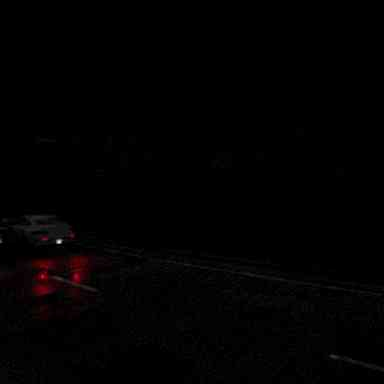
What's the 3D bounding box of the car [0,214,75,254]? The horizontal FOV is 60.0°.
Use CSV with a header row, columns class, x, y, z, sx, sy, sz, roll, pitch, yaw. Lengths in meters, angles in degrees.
class,x,y,z,sx,sy,sz,roll,pitch,yaw
car,-6.661,1.678,14.383,1.812,1.442,4.674,0,0,-43
